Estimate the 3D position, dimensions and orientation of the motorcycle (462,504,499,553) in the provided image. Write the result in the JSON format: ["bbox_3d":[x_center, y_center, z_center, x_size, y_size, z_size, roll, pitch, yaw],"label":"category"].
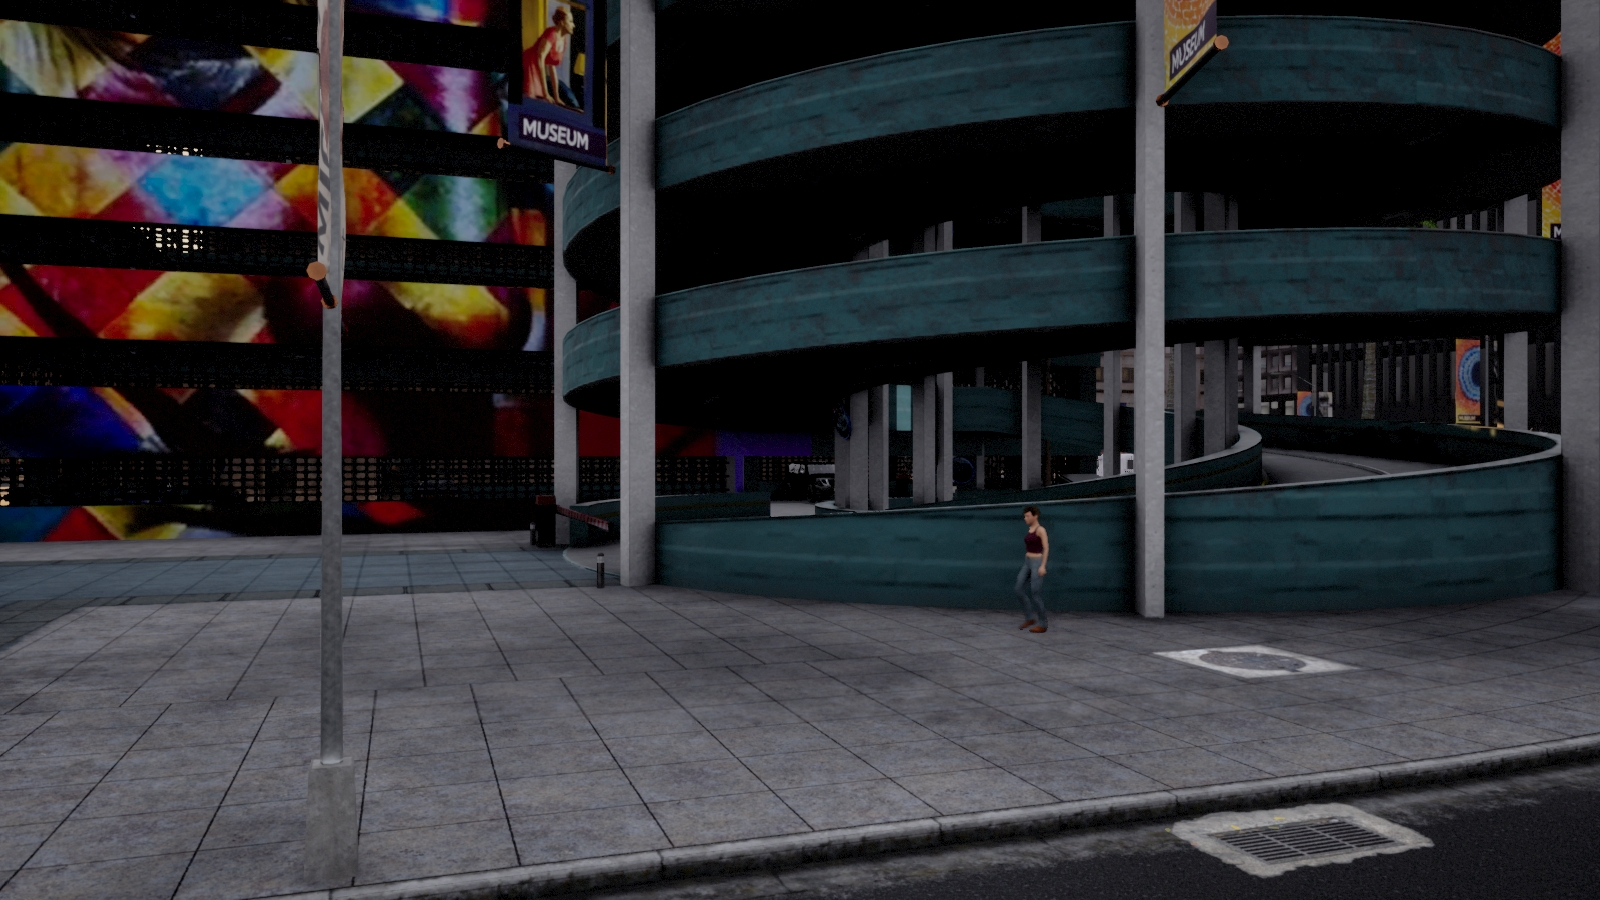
[{"bbox_3d":[-8.950,2.182,32.085,0.856,1.236,1.805,-1,0,-12],"label":"motorcycle"}]

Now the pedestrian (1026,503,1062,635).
[{"bbox_3d":[3.506,1.696,16.439,0.375,1.860,0.375,0,0,-16],"label":"pedestrian"}]
